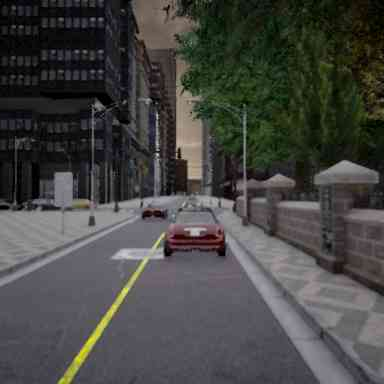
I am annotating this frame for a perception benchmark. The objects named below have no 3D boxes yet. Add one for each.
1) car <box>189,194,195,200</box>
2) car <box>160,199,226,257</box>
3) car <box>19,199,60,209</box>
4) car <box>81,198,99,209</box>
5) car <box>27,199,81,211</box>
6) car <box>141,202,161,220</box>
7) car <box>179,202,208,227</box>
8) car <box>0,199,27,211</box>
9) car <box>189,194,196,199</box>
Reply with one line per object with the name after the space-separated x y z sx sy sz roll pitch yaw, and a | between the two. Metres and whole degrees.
0.019 1.427 95.365 1.812 1.442 4.674 0 0 0 | car
0.100 1.323 12.867 2.097 1.767 4.553 0 1 0 | car
-20.103 1.579 43.970 4.403 1.369 2.008 0 -1 0 | car
-14.761 1.547 43.940 4.829 1.417 1.752 0 -1 0 | car
-14.631 1.414 35.415 4.403 1.369 2.008 0 -1 0 | car
-2.995 1.542 27.481 1.895 1.301 4.718 0 0 0 | car
0.101 1.473 23.452 1.812 1.442 4.674 0 0 0 | car
-20.144 1.436 35.446 4.313 1.339 1.947 0 -1 0 | car
0.017 1.479 84.946 2.033 1.411 5.357 0 0 0 | car
